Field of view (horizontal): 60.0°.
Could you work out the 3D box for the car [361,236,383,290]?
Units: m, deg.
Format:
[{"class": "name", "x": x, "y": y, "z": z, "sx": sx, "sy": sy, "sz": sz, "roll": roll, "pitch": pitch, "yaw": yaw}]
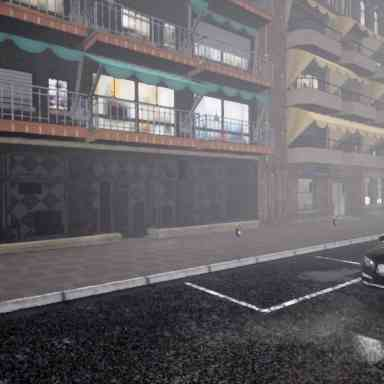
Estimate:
[{"class": "car", "x": 5.914, "y": 1.490, "z": 8.018, "sx": 4.902, "sy": 1.511, "sz": 2.128, "roll": 0, "pitch": 0, "yaw": -38}]
